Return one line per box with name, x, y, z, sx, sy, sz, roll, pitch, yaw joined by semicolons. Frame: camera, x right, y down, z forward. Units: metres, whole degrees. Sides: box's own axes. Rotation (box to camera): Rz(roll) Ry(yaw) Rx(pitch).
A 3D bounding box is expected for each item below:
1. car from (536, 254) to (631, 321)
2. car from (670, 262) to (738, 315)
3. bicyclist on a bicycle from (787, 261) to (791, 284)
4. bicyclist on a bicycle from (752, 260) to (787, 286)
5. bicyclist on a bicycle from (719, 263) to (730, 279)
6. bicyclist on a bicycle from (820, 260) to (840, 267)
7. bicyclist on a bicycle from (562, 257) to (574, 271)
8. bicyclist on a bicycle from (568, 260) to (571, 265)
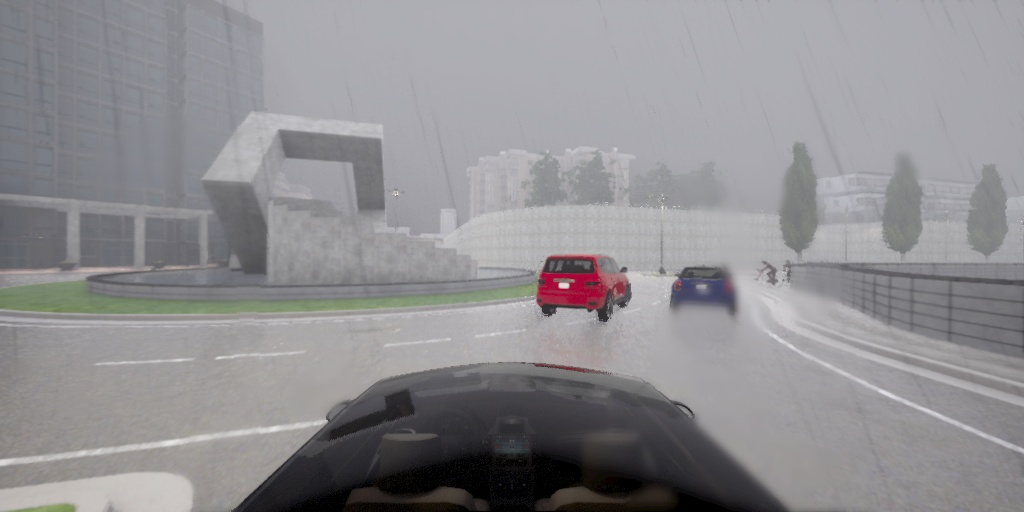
car;2.744;0.956;12.838;2.150;2.045;5.566;0;0;27
car;7.544;1.118;14.126;2.097;1.767;4.553;1;0;28
bicyclist on a bicycle;17.708;1.118;22.899;0.582;1.620;1.656;1;0;15
bicyclist on a bicycle;16.208;1.105;22.732;1.656;1.620;0.582;0;0;42
bicyclist on a bicycle;12.717;1.234;21.451;0.582;1.620;1.656;1;0;25
bicyclist on a bicycle;19.757;0.903;22.469;0.582;1.656;1.620;28;-8;6
bicyclist on a bicycle;7.273;1.048;46.781;0.582;1.620;1.656;1;9;44
bicyclist on a bicycle;7.740;1.089;46.369;1.656;1.620;0.582;-7;14;-44
